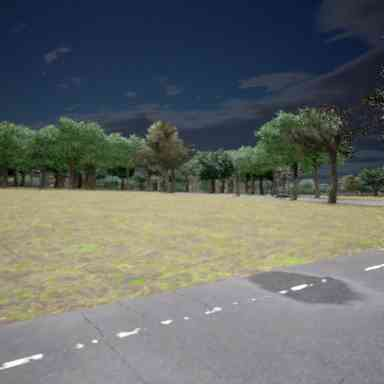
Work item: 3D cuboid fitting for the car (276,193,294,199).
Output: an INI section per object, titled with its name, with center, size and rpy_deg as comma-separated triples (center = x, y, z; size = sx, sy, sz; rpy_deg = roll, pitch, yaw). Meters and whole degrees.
[car]
center = 22.609, 0.957, 80.095
size = 1.837, 1.490, 4.892
rpy_deg = 0, 2, -35
